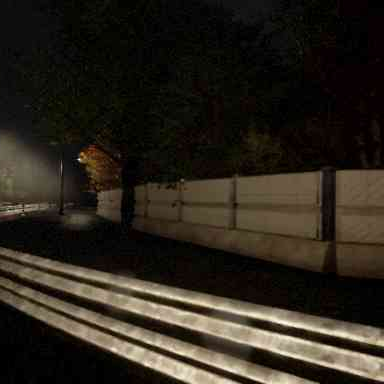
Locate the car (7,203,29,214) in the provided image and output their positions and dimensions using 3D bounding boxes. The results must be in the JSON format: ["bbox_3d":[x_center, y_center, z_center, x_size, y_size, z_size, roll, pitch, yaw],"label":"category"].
[{"bbox_3d":[-22.935,2.171,44.045,1.837,1.490,4.892,1,-1,-15],"label":"car"}]
